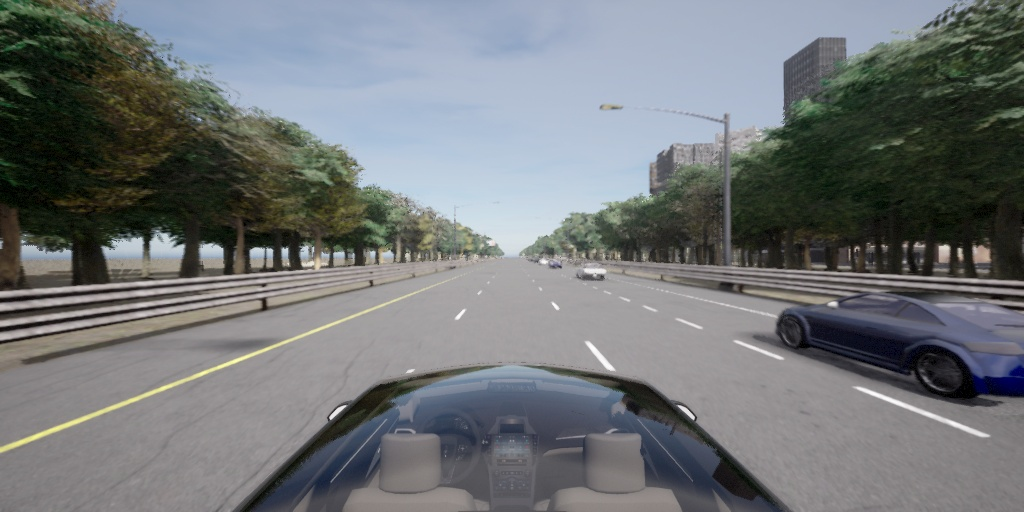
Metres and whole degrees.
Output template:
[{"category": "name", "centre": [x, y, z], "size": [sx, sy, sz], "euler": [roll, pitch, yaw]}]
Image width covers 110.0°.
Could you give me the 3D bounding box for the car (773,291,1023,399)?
[{"category": "car", "centre": [6.997, 1.317, 6.497], "size": [1.994, 1.385, 4.181], "euler": [0, 0, 0]}]

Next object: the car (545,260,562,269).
[{"category": "car", "centre": [7.007, 1.400, 59.339], "size": [1.895, 1.301, 4.718], "euler": [0, 0, 0]}]

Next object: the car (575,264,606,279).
[{"category": "car", "centre": [6.979, 1.365, 32.405], "size": [1.895, 1.301, 4.718], "euler": [0, 0, 0]}]
